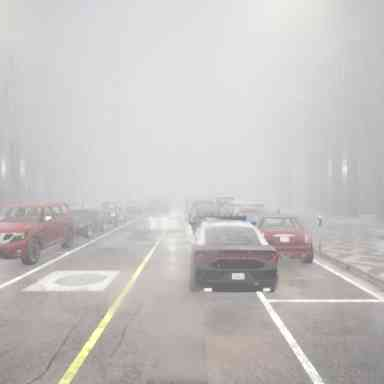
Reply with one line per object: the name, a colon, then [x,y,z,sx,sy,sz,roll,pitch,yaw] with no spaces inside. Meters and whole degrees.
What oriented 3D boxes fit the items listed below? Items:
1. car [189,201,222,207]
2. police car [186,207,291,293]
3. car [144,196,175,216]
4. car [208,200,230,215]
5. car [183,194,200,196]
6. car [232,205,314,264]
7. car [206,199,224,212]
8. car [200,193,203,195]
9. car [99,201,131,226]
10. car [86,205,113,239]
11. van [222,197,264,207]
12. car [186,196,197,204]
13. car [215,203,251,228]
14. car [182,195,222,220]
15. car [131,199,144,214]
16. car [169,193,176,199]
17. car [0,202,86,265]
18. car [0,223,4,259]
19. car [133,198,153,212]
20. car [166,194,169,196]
car: [0.877,1.502,18.902,1.837,1.490,4.892,0,0,0]
police car: [0.889,1.424,9.011,1.930,1.638,5.238,0,0,0]
car: [-3.130,1.487,32.950,2.128,1.511,4.902,0,0,0]
car: [2.723,1.561,34.380,1.947,1.339,4.313,0,0,0]
car: [-0.028,1.472,46.699,1.882,1.535,5.008,0,0,0]
car: [2.751,1.438,11.833,1.967,1.590,4.097,0,0,0]
car: [2.717,1.560,40.016,1.947,1.339,4.313,0,0,0]
car: [2.682,1.538,68.200,1.887,1.381,4.507,0,0,0]
car: [-5.787,1.437,23.086,1.967,1.590,4.097,0,0,0]
car: [-5.781,1.563,17.450,1.947,1.339,4.313,0,0,0]
van: [2.745,1.338,17.469,1.690,1.788,3.998,0,0,0]
car: [-0.078,1.557,64.524,1.994,1.385,4.181,0,0,0]
car: [2.737,1.541,23.106,1.887,1.381,4.507,0,0,0]
car: [0.620,1.348,24.781,2.097,1.767,4.553,0,0,-5]
car: [-5.801,1.546,34.359,2.008,1.369,4.403,0,0,0]
car: [-5.863,1.313,85.085,2.192,1.841,5.009,0,0,0]
car: [-5.773,1.313,11.813,2.192,1.841,5.009,0,0,0]
car: [-5.767,1.544,6.177,1.887,1.381,4.507,0,0,0]
car: [-5.808,1.520,39.825,1.752,1.417,4.829,0,0,0]
car: [-5.835,1.518,62.370,1.752,1.417,4.829,0,0,0]
